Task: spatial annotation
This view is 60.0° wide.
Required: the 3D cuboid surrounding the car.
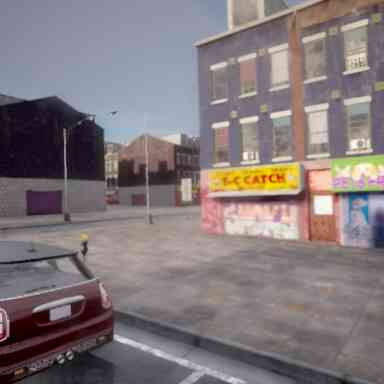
[{"bbox_3d":[-3.138,1.468,5.088,4.097,1.590,1.967,0,-2,36],"label":"car"}]
